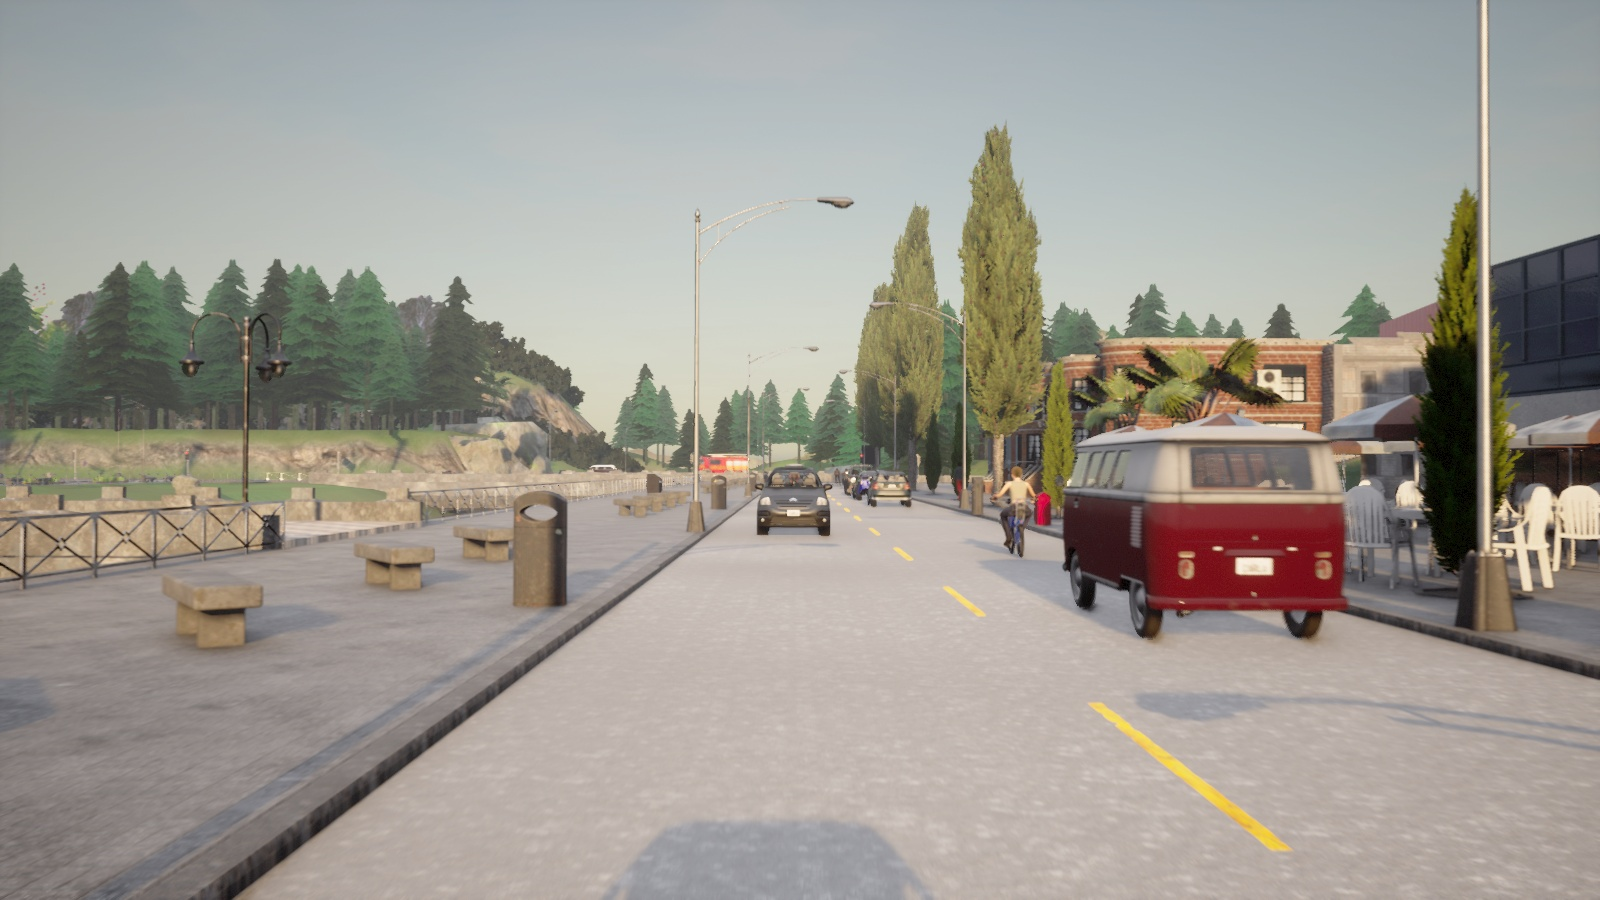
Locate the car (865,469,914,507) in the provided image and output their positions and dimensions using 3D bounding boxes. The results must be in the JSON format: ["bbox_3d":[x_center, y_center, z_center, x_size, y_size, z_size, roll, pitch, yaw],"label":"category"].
[{"bbox_3d":[3.763,1.575,53.401,1.789,1.549,3.705,0,-1,0],"label":"car"}]

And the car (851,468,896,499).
[{"bbox_3d":[3.716,1.705,64.208,2.007,1.525,4.514,0,-1,0],"label":"car"}]

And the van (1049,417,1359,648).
[{"bbox_3d":[3.937,0.745,13.098,1.775,1.987,4.442,0,-1,0],"label":"van"}]

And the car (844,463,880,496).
[{"bbox_3d":[3.670,1.737,74.991,1.932,1.855,4.605,0,-1,0],"label":"car"}]

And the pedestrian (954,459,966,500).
[{"bbox_3d":[7.321,1.349,57.419,0.353,1.847,0.614,0,-1,-12],"label":"pedestrian"}]

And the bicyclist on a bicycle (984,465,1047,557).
[{"bbox_3d":[3.903,1.074,22.812,0.866,1.612,1.509,0,-1,0],"label":"bicyclist on a bicycle"}]

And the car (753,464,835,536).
[{"bbox_3d":[-0.137,1.165,30.354,1.851,1.617,3.988,0,-1,0],"label":"car"}]
